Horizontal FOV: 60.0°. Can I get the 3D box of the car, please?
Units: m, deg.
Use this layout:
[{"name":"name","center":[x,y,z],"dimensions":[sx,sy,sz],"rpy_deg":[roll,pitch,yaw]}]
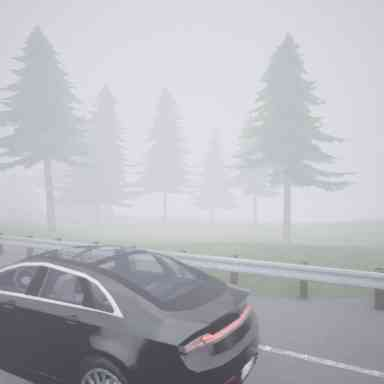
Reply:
[{"name":"car","center":[-1.563,1.492,4.441],"dimensions":[4.902,1.511,2.128],"rpy_deg":[0,0,29]}]
